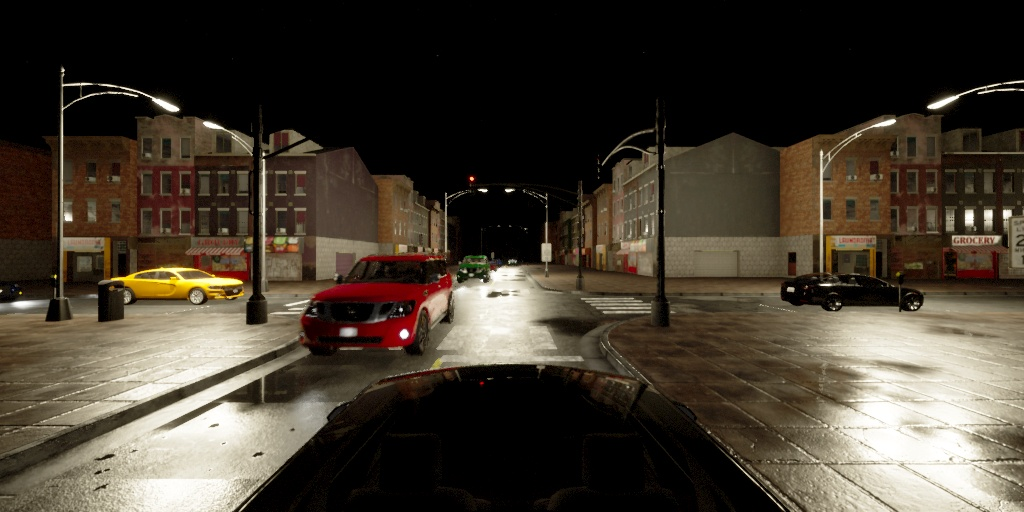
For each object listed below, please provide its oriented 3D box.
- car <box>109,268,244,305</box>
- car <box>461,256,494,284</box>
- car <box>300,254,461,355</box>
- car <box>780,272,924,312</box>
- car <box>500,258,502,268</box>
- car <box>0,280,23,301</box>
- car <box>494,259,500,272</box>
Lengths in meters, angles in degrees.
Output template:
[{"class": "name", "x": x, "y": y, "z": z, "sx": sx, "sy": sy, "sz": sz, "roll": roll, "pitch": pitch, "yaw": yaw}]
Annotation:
[{"class": "car", "x": -14.589, "y": 1.270, "z": 15.759, "sx": 5.008, "sy": 1.535, "sz": 1.882, "roll": 0, "pitch": 0, "yaw": 2}, {"class": "car", "x": -2.831, "y": 0.982, "z": 27.709, "sx": 2.150, "sy": 2.045, "sz": 5.566, "roll": 0, "pitch": 0, "yaw": 0}, {"class": "car", "x": -2.850, "y": 0.968, "z": 9.006, "sx": 2.150, "sy": 2.045, "sz": 5.566, "roll": 0, "pitch": 0, "yaw": 0}, {"class": "car", "x": 12.357, "y": 1.266, "z": 13.210, "sx": 4.313, "sy": 1.339, "sz": 1.948, "roll": 0, "pitch": 0, "yaw": 0}, {"class": "car", "x": -2.735, "y": 1.290, "z": 62.446, "sx": 1.882, "sy": 1.535, "sz": 5.008, "roll": 0, "pitch": 0, "yaw": 0}, {"class": "car", "x": -24.593, "y": 1.391, "z": 15.788, "sx": 4.181, "sy": 1.385, "sz": 1.994, "roll": 0, "pitch": 0, "yaw": 0}, {"class": "car", "x": -2.834, "y": 1.375, "z": 45.331, "sx": 1.895, "sy": 1.301, "sz": 4.718, "roll": 0, "pitch": 0, "yaw": 0}]
